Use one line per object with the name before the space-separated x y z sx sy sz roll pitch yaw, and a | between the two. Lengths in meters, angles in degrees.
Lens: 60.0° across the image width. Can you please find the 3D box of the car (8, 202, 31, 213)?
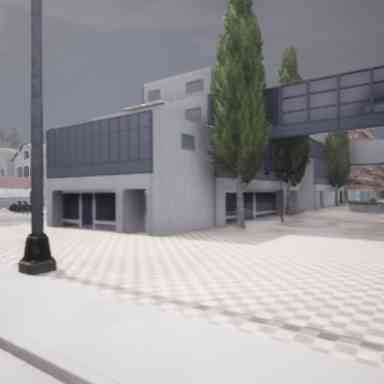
car | -22.107 1.928 43.054 4.181 1.385 1.994 -1 -1 44
